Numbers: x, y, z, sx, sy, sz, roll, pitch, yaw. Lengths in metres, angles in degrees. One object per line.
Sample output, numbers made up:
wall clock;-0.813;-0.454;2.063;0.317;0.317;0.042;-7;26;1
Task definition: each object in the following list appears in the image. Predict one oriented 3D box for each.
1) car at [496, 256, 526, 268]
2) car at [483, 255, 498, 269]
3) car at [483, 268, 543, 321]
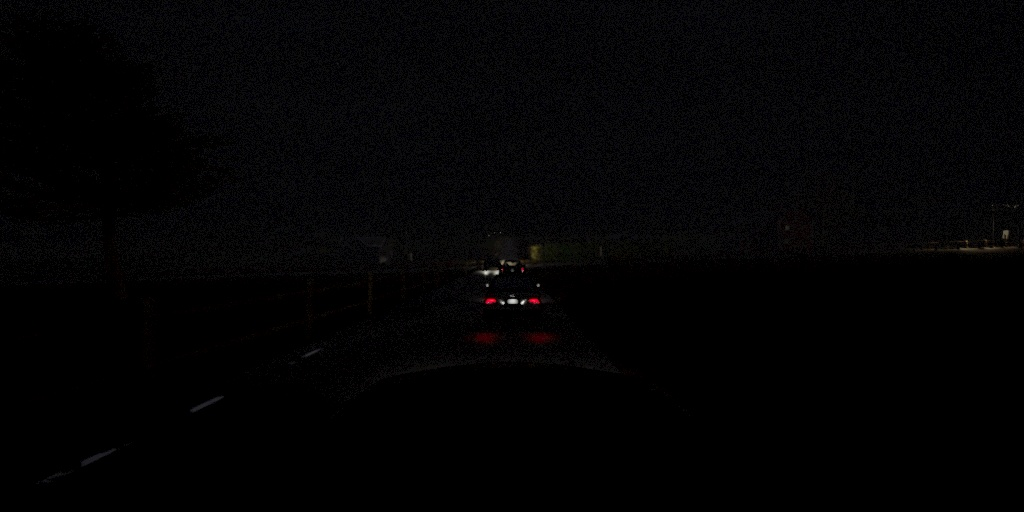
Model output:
car;0.056;1.098;29.402;2.097;1.767;4.553;0;0;1
car;-2.759;0.939;50.643;2.150;2.045;5.566;0;0;0
car;0.028;1.302;12.429;2.033;1.411;5.357;0;0;0
